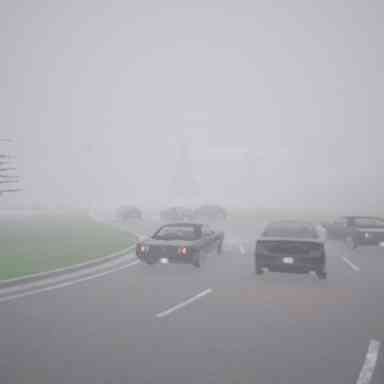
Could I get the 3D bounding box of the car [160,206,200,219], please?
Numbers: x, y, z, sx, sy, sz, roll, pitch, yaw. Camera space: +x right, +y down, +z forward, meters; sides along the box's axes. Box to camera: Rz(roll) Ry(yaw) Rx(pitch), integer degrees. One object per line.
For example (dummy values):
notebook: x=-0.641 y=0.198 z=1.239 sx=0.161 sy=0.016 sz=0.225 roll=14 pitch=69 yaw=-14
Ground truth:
car: x=-1.353 y=1.991 z=30.036 sx=1.895 sy=1.301 sz=4.718 roll=0 pitch=-1 yaw=-24

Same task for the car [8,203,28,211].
car: x=-29.836 y=2.578 z=57.296 sx=1.895 sy=1.301 sz=4.718 roll=0 pitch=-1 yaw=-8

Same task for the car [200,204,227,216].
car: x=1.610 y=1.893 z=31.983 sx=1.837 sy=1.490 sz=4.892 roll=0 pitch=-1 yaw=-24

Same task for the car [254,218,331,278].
car: x=3.228 y=1.588 z=10.724 sx=1.882 sy=1.535 sz=5.008 roll=0 pitch=-1 yaw=19

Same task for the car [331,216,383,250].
car: x=7.421 y=1.728 z=14.989 sx=1.895 sy=1.301 sz=4.718 roll=0 pitch=-1 yaw=2

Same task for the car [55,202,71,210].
car: x=-23.161 y=2.501 z=60.031 sx=2.033 sy=1.411 sz=5.357 roll=0 pitch=-1 yaw=-9

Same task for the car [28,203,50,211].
car: x=-26.397 y=2.556 z=57.941 sx=1.895 sy=1.301 sz=4.718 roll=0 pitch=-1 yaw=-8

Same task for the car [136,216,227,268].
car: x=-0.143 y=1.756 z=11.955 sx=1.895 sy=1.301 sz=4.718 roll=-1 pitch=-1 yaw=18

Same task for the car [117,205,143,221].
car: x=-6.065 y=1.983 z=32.132 sx=1.812 sy=1.442 sz=4.674 roll=0 pitch=-1 yaw=-23
